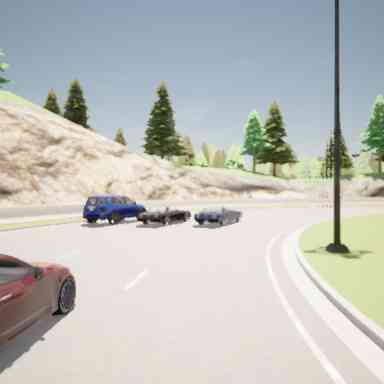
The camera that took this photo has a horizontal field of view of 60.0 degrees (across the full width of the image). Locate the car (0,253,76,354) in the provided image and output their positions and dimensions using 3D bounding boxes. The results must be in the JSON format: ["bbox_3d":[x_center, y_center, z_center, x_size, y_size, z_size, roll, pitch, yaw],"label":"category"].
[{"bbox_3d":[-3.246,1.534,4.597,1.812,1.442,4.674,0,0,2],"label":"car"}]

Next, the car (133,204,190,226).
[{"bbox_3d":[-1.852,1.643,23.873,1.895,1.301,4.718,0,0,26],"label":"car"}]

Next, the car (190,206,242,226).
[{"bbox_3d":[1.997,1.643,23.735,1.895,1.301,4.718,0,0,28],"label":"car"}]

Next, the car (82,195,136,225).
[{"bbox_3d":[-5.591,1.264,24.661,2.150,2.045,5.566,0,0,25],"label":"car"}]
